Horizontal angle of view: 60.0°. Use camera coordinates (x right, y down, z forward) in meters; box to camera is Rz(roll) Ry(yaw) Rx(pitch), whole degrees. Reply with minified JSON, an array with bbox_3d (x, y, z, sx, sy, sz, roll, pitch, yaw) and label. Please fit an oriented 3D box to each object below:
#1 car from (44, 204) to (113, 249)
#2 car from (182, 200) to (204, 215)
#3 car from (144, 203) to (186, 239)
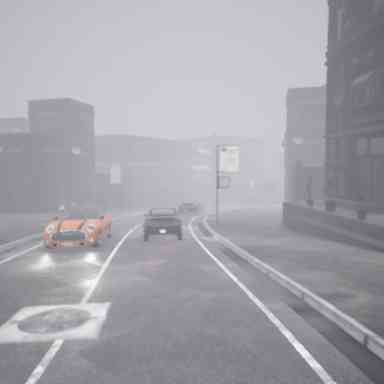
[{"bbox_3d":[-4.909,1.406,14.893,2.097,1.767,4.553,-1,0,-5],"label":"car"},{"bbox_3d":[0.010,1.588,35.841,1.837,1.490,4.892,0,0,14],"label":"car"},{"bbox_3d":[-1.463,1.520,17.345,1.837,1.490,4.892,-1,0,-3],"label":"car"}]
